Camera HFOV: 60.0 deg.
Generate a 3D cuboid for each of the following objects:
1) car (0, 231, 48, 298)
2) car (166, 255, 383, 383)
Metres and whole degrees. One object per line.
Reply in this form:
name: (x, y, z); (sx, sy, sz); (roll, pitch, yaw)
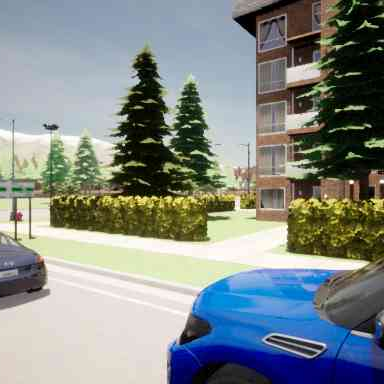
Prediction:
car: (-5.207, 1.564, 7.672); (4.181, 1.385, 1.994); (0, 0, 36)
car: (2.411, 1.221, 2.270); (5.566, 2.045, 2.150); (0, 0, 36)
